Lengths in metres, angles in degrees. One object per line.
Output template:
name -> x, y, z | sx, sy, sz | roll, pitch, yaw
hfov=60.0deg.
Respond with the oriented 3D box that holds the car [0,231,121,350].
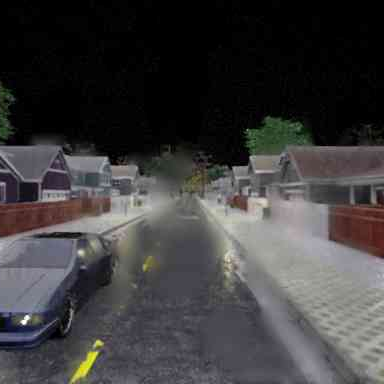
car -> -2.819, 1.560, 6.838 | 2.033, 1.411, 5.357 | 0, 0, 0
